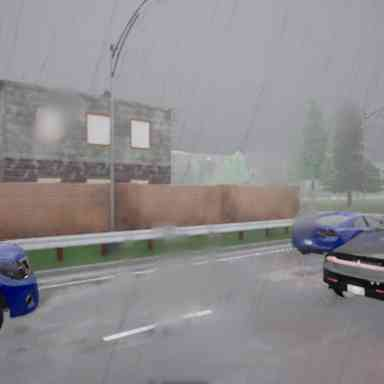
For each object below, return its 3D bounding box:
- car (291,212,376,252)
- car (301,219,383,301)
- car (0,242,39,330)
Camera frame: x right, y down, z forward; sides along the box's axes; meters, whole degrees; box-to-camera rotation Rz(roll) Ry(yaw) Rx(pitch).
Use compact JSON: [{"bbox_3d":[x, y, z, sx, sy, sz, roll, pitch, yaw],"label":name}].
[{"bbox_3d":[5.768,1.479,12.156,5.008,1.535,1.882,0,0,-35],"label":"car"},{"bbox_3d":[4.837,1.493,7.198,4.902,1.511,2.128,0,0,-35],"label":"car"},{"bbox_3d":[-5.112,1.221,4.393,5.566,2.045,2.150,0,0,-36],"label":"car"}]
